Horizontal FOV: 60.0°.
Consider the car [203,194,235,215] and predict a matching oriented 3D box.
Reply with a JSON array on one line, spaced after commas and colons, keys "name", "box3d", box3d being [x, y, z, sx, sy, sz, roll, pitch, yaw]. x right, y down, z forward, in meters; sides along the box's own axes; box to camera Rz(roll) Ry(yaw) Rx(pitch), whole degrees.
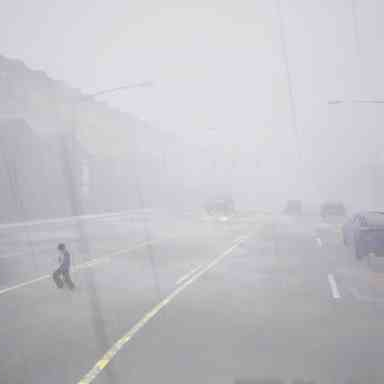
[{"name": "car", "box3d": [3.021, 1.220, 34.728, 2.150, 2.045, 5.566, 0, 0, 19]}]

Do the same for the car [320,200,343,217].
[{"name": "car", "box3d": [13.018, 1.476, 30.942, 1.882, 1.535, 5.008, 0, 0, 18]}]

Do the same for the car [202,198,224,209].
[{"name": "car", "box3d": [2.964, 1.533, 45.346, 1.812, 1.442, 4.674, 0, 0, 19]}]

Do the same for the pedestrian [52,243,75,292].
[{"name": "pedestrian", "box3d": [-2.876, 1.674, 7.474, 0.500, 1.100, 0.500, 0, 0, 17]}]

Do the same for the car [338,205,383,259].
[{"name": "car", "box3d": [6.816, 1.477, 12.292, 1.882, 1.535, 5.008, 0, 0, 18]}]

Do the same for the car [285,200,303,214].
[{"name": "car", "box3d": [11.114, 1.547, 36.290, 2.033, 1.411, 5.357, 0, 0, 18]}]
